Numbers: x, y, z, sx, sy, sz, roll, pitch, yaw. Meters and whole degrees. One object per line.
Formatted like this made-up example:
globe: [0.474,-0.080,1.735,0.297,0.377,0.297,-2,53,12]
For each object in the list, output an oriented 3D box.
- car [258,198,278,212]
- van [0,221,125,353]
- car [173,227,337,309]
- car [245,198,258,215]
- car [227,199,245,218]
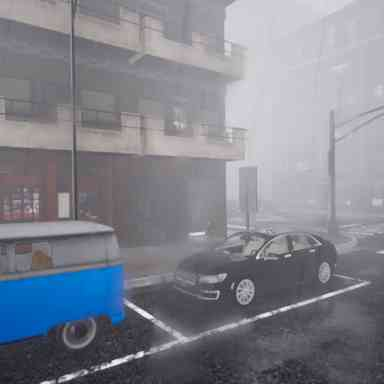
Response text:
car: [7.312,1.356,36.581,1.887,1.381,4.507,-1,1,-35]
van: [-2.917,1.341,4.496,3.998,1.788,1.690,0,-1,-36]
car: [1.623,1.549,7.739,4.403,1.369,2.008,0,-1,-36]
car: [3.561,1.417,31.643,1.837,1.490,4.892,-1,1,-35]
car: [2.151,1.506,28.916,1.887,1.381,4.507,-1,1,-35]
